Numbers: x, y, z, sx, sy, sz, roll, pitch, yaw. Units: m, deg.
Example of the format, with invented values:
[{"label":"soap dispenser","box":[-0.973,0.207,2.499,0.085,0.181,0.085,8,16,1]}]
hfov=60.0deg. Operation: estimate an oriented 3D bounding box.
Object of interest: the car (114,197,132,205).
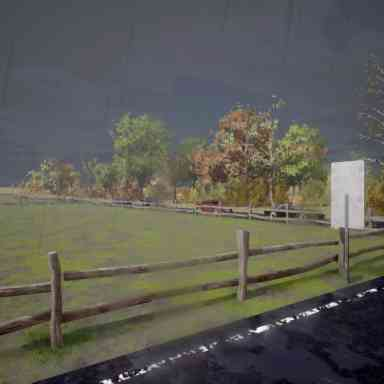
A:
[{"label":"car","box":[-12.540,1.590,61.227,2.033,1.411,5.357,0,0,-35]}]

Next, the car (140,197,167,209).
[{"label":"car","box":[-5.171,1.609,45.595,1.994,1.385,4.181,0,0,-35]}]

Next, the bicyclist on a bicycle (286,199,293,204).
[{"label":"bicyclist on a bicycle","box":[9.956,1.491,34.192,1.656,1.620,0.582,0,0,-35]}]

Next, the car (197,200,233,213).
[{"label":"car","box":[2.244,1.565,34.844,1.812,1.442,4.674,0,0,-34]}]

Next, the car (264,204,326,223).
[{"label":"car","box":[8.081,1.628,26.406,1.895,1.301,4.718,0,0,-35]}]

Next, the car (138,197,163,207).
[{"label":"car","box":[-6.594,1.525,52.714,1.882,1.535,5.008,0,0,-34]}]
